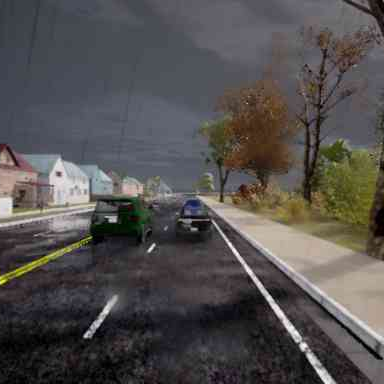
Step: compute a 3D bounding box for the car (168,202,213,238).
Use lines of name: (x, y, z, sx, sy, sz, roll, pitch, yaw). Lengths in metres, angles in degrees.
car: (0.098, 1.499, 17.676, 2.128, 1.511, 4.902, 0, 0, 0)

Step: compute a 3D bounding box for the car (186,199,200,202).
car: (0.100, 1.501, 36.126, 1.882, 1.535, 5.008, 0, 0, 0)

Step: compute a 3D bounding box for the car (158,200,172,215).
car: (-3.151, 1.513, 34.325, 2.128, 1.511, 4.902, 0, 0, 0)

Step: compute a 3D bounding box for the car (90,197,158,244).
car: (-3.150, 1.228, 15.926, 2.150, 2.045, 5.566, 0, 0, 0)
